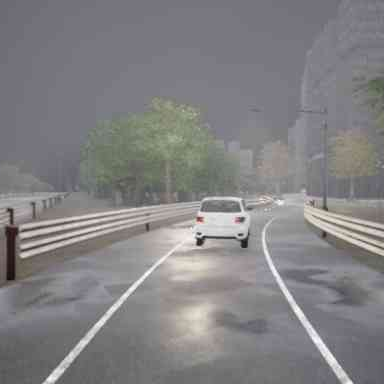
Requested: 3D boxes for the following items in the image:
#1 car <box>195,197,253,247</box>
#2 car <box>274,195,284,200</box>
[{"bbox_3d":[1.576,1.229,15.342,2.150,2.045,5.566,0,0,11],"label":"car"},{"bbox_3d":[23.579,1.579,90.421,1.895,1.301,4.718,0,0,4],"label":"car"}]
